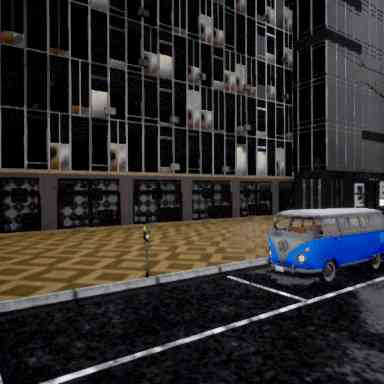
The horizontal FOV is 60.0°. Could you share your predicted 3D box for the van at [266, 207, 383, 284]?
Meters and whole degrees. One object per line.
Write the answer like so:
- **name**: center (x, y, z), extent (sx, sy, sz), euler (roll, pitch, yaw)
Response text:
- **van**: center (3.833, 1.339, 9.302), extent (3.998, 1.788, 1.690), euler (0, 0, -35)
